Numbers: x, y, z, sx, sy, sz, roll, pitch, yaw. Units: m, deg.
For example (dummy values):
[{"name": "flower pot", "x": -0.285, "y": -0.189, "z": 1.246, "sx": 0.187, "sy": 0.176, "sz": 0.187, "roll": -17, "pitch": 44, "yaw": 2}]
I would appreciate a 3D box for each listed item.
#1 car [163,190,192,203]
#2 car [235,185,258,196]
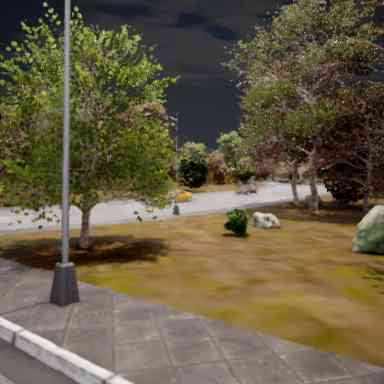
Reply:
[{"name": "car", "x": -2.031, "y": 0.536, "z": 40.952, "sx": 1.882, "sy": 1.535, "sz": 5.008, "roll": 1, "pitch": 3, "yaw": 39}, {"name": "car", "x": 8.989, "y": -0.374, "z": 54.659, "sx": 2.097, "sy": 1.767, "sz": 4.553, "roll": 1, "pitch": 4, "yaw": 38}]
